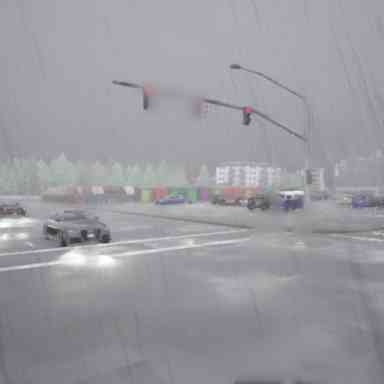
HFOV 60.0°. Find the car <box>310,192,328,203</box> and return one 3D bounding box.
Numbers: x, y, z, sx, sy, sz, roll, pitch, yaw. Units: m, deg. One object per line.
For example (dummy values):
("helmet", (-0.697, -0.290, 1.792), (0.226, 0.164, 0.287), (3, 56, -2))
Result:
("car", (28.368, 0.912, 73.322), (3.866, 1.878, 1.905), (0, 0, -35))

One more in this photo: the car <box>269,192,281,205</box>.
("car", (14.081, 0.984, 63.181), (4.605, 1.855, 1.932), (0, 0, -35))

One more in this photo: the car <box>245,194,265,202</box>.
("car", (12.461, 1.194, 65.583), (3.905, 1.438, 1.784), (0, 0, -35))

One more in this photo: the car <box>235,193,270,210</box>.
("car", (8.261, 1.288, 45.424), (3.806, 1.475, 1.970), (0, 0, -35))

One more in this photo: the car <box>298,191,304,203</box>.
("car", (26.705, 1.151, 75.691), (3.806, 1.475, 1.970), (0, 0, -35))

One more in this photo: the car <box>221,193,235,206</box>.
("car", (6.589, 1.257, 47.787), (3.905, 1.438, 1.784), (0, 0, -35))

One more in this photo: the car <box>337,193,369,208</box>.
("car", (23.920, 1.224, 49.443), (3.806, 1.475, 1.970), (0, 0, -35))

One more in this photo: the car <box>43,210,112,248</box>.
("car", (-5.129, 1.522, 14.638), (1.994, 1.385, 4.181), (0, 0, -36))

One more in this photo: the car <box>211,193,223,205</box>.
("car", (4.997, 1.047, 49.948), (4.605, 1.855, 1.932), (0, 0, -35))

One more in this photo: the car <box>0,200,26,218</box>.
("car", (-16.444, 1.562, 30.298), (1.895, 1.301, 4.718), (0, 0, -36))
